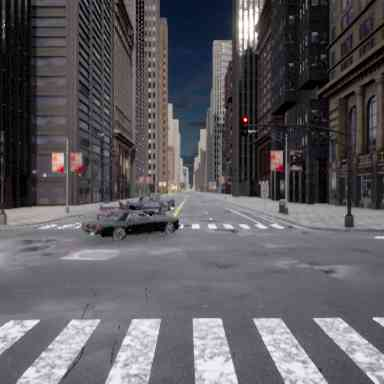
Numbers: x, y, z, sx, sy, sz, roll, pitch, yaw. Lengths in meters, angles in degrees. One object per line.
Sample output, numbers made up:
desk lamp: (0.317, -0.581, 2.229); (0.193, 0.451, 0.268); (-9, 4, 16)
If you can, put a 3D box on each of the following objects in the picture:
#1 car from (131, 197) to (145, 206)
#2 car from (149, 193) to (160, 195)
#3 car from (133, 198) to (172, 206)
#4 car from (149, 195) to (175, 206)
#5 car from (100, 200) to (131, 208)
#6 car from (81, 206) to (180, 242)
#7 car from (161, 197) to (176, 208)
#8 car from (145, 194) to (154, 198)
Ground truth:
car: (-6.673, 1.561, 37.092); (1.895, 1.301, 4.718); (0, 0, 0)
car: (-6.677, 1.146, 57.781); (2.150, 2.045, 5.566); (0, 0, 1)
car: (-3.381, 1.518, 29.420); (2.033, 1.411, 5.357); (0, 0, 4)
car: (-3.424, 1.449, 39.160); (2.128, 1.511, 4.902); (0, 0, 0)
car: (-6.653, 1.498, 27.984); (1.812, 1.442, 4.674); (0, 0, 0)
car: (-2.849, 1.578, 16.392); (4.718, 1.301, 1.895); (0, 0, -43)
car: (-3.452, 1.489, 49.711); (2.033, 1.411, 5.357); (0, 0, 0)
car: (-6.693, 1.450, 47.332); (1.837, 1.490, 4.892); (0, 0, 0)
